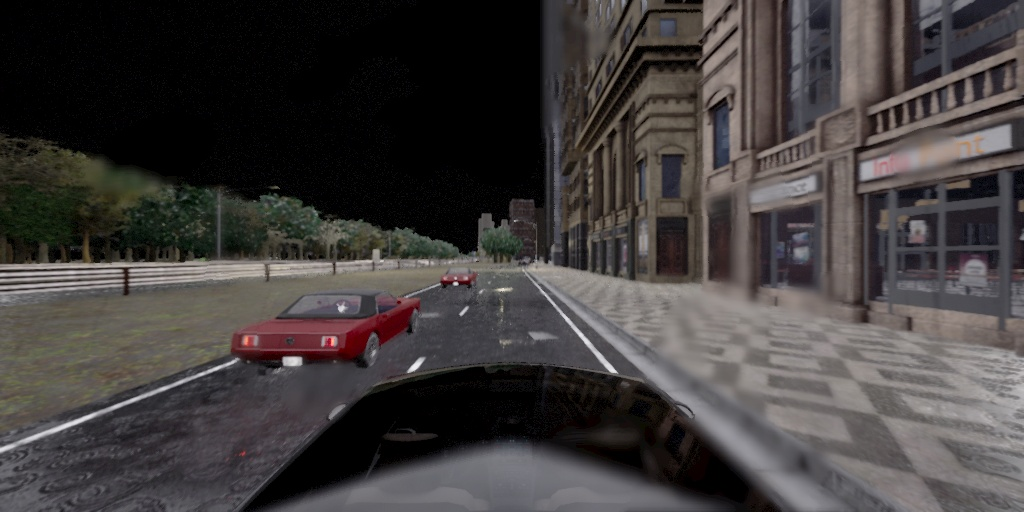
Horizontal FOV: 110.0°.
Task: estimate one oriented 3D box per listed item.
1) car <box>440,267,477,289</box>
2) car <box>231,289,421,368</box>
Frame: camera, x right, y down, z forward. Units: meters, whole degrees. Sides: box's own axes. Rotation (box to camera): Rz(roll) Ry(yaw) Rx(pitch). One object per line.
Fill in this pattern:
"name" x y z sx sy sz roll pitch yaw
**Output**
"car" -3.404 1.401 23.890 1.895 1.301 4.718 0 0 0
"car" -3.403 1.358 7.794 1.895 1.301 4.718 0 0 0
